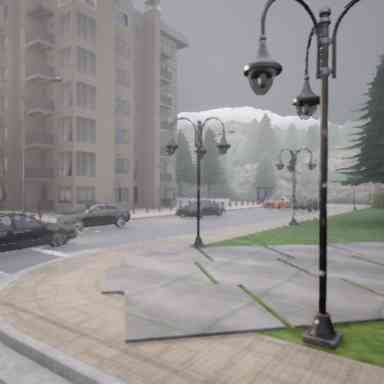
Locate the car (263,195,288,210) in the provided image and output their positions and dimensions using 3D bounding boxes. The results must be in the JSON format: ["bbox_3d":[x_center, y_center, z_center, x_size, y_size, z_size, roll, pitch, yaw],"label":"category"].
[{"bbox_3d":[10.398,1.219,40.768,2.097,1.767,4.553,1,0,36],"label":"car"}]

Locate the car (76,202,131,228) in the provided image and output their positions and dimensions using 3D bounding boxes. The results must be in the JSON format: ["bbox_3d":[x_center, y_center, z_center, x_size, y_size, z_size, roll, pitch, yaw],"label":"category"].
[{"bbox_3d":[-5.660,1.357,18.787,2.128,1.511,4.902,1,0,36],"label":"car"}]

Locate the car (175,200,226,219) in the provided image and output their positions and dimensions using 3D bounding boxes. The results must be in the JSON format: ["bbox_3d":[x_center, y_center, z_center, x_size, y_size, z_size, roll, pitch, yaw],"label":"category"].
[{"bbox_3d":[0.860,1.413,27.741,2.033,1.411,5.357,1,0,36],"label":"car"}]

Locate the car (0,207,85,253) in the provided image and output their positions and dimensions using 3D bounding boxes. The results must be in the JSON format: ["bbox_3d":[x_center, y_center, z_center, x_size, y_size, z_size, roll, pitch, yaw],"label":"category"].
[{"bbox_3d":[-6.605,1.443,11.694,2.033,1.411,5.357,0,0,27],"label":"car"}]

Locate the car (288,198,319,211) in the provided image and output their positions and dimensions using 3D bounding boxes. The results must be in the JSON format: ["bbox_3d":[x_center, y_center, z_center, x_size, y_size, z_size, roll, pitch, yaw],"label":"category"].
[{"bbox_3d":[13.312,1.444,38.530,2.033,1.411,5.357,1,0,35],"label":"car"}]
